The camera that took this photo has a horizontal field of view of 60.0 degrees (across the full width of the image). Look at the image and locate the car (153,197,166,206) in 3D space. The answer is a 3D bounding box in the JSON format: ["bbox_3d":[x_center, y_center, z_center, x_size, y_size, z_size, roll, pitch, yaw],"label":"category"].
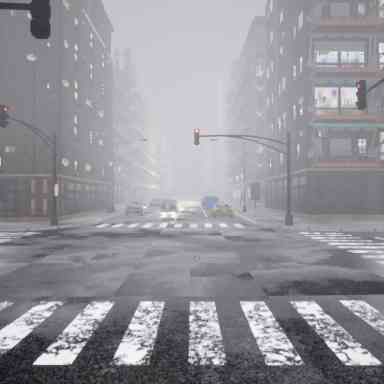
[{"bbox_3d":[-5.301,1.563,55.158,1.752,1.417,4.829,1,0,0],"label":"car"}]

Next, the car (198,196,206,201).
[{"bbox_3d":[2.581,1.627,83.665,1.887,1.381,4.507,1,0,0],"label":"car"}]

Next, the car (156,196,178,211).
[{"bbox_3d":[-2.746,1.514,40.198,2.128,1.511,4.902,0,0,0],"label":"car"}]

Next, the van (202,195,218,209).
[{"bbox_3d":[2.613,1.366,44.075,1.690,1.788,3.998,1,0,0],"label":"van"}]

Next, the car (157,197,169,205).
[{"bbox_3d":[-5.301,1.627,60.986,1.802,1.307,4.206,1,0,0],"label":"car"}]

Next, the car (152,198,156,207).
[{"bbox_3d":[-5.302,1.613,49.670,1.802,1.307,4.206,1,0,0],"label":"car"}]

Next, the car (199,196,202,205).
[{"bbox_3d":[2.581,1.347,49.728,2.192,1.841,5.009,1,0,0],"label":"car"}]

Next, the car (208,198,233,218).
[{"bbox_3d":[2.707,1.538,30.241,1.752,1.417,4.829,1,0,0],"label":"car"}]

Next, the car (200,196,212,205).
[{"bbox_3d":[2.581,1.486,61.040,1.967,1.590,4.097,1,0,0],"label":"car"}]

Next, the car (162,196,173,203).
[{"bbox_3d":[-5.300,1.613,72.302,2.008,1.369,4.403,1,0,0],"label":"car"}]

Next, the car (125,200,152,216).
[{"bbox_3d":[-5.432,1.565,32.697,2.008,1.369,4.403,1,0,0],"label":"car"}]

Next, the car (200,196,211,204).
[{"bbox_3d":[2.580,1.604,66.697,2.008,1.369,4.403,1,0,0],"label":"car"}]
